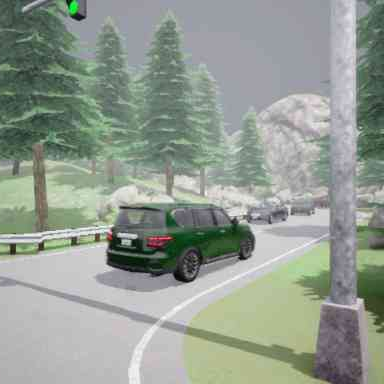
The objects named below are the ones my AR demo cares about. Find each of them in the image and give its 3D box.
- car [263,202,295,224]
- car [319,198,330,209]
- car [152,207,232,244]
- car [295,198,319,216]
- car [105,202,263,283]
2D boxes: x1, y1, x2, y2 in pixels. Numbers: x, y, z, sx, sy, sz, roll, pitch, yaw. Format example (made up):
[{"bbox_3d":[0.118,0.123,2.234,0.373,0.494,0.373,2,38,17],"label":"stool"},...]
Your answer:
[{"bbox_3d":[5.733,1.505,25.013,2.128,1.511,4.902,0,0,34],"label":"car"},{"bbox_3d":[17.709,1.526,46.694,1.882,1.535,5.008,2,-1,-13],"label":"car"},{"bbox_3d":[0.143,1.577,16.787,1.994,1.385,4.181,0,0,34],"label":"car"},{"bbox_3d":[11.259,1.518,33.607,1.837,1.490,4.892,0,0,27],"label":"car"},{"bbox_3d":[-0.046,1.350,10.107,2.150,2.045,5.566,0,-1,34],"label":"car"}]
